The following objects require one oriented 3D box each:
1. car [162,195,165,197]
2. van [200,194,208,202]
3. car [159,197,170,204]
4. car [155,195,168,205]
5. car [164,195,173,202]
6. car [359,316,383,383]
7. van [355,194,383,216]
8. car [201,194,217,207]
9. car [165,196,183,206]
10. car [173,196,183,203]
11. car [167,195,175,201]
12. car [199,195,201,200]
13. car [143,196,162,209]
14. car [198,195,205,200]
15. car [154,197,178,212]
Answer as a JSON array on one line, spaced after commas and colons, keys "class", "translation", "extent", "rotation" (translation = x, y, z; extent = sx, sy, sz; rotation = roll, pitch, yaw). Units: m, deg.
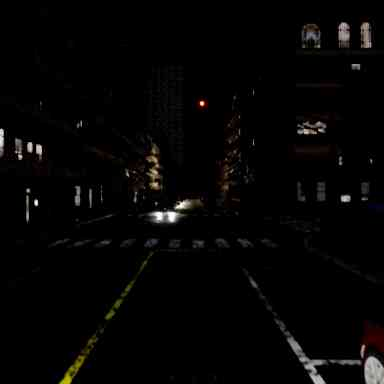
[{"class": "car", "translation": [-5.624, 1.575, 50.904], "extent": [1.947, 1.339, 4.313], "rotation": [0, 0, 0]}, {"class": "van", "translation": [2.795, 1.371, 78.526], "extent": [1.690, 1.788, 3.998], "rotation": [-1, 0, 0]}, {"class": "car", "translation": [-5.600, 1.602, 67.488], "extent": [1.802, 1.307, 4.206], "rotation": [-1, 0, 0]}, {"class": "car", "translation": [-5.609, 1.456, 61.960], "extent": [1.967, 1.590, 4.097], "rotation": [-1, 0, 0]}, {"class": "car", "translation": [-5.583, 1.556, 78.374], "extent": [1.752, 1.417, 4.829], "rotation": [-1, 0, 0]}, {"class": "car", "translation": [2.683, 1.544, 1.887], "extent": [1.887, 1.381, 4.507], "rotation": [0, 0, 0]}, {"class": "van", "translation": [15.680, 1.033, 27.439], "extent": [3.998, 1.788, 1.690], "rotation": [-1, 1, -1]}, {"class": "car", "translation": [2.755, 1.449, 50.887], "extent": [1.967, 1.590, 4.097], "rotation": [-1, 0, 0]}, {"class": "car", "translation": [-3.008, 1.513, 55.381], "extent": [1.837, 1.490, 4.892], "rotation": [0, 1, 0]}, {"class": "car", "translation": [-2.897, 1.541, 71.332], "extent": [1.895, 1.301, 4.718], "rotation": [0, 0, 0]}, {"class": "car", "translation": [-5.566, 1.624, 89.600], "extent": [1.802, 1.307, 4.206], "rotation": [-1, 0, 0]}, {"class": "car", "translation": [2.781, 1.571, 67.470], "extent": [2.008, 1.369, 4.403], "rotation": [-1, 0, 0]}, {"class": "car", "translation": [-5.632, 1.556, 45.376], "extent": [2.008, 1.369, 4.403], "rotation": [0, 0, 0]}, {"class": "car", "translation": [2.822, 1.593, 95.110], "extent": [1.887, 1.381, 4.507], "rotation": [-1, 0, 0]}, {"class": "car", "translation": [-3.043, 1.603, 39.710], "extent": [1.895, 1.301, 4.718], "rotation": [0, 0, 0]}]
